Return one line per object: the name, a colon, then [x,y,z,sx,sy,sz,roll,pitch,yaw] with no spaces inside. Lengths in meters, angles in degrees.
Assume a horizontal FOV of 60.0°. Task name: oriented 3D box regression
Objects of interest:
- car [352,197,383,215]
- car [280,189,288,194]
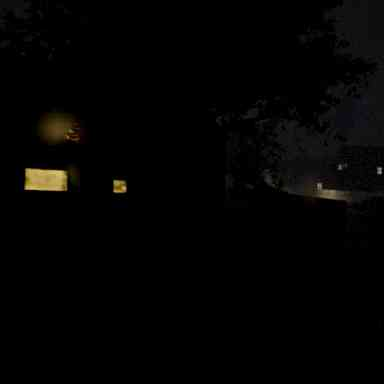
car: [15.397,1.089,27.382,2.033,1.411,5.357,1,2,-4]
car: [13.859,0.295,52.839,2.033,1.411,5.357,1,2,-3]
